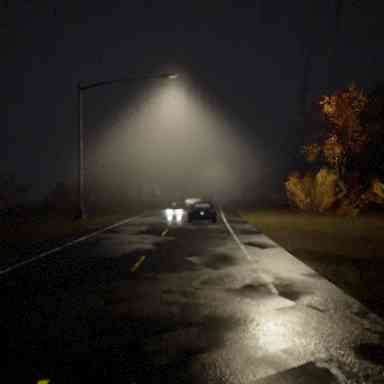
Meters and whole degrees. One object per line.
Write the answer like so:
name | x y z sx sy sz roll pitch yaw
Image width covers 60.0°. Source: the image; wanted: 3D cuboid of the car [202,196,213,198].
car | 1.938 1.179 41.205 1.812 1.442 4.674 0 1 5

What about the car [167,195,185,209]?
car | -1.802 1.154 40.133 2.128 1.511 4.902 0 0 5

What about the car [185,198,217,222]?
car | 0.773 1.365 24.026 1.994 1.385 4.181 0 1 3
